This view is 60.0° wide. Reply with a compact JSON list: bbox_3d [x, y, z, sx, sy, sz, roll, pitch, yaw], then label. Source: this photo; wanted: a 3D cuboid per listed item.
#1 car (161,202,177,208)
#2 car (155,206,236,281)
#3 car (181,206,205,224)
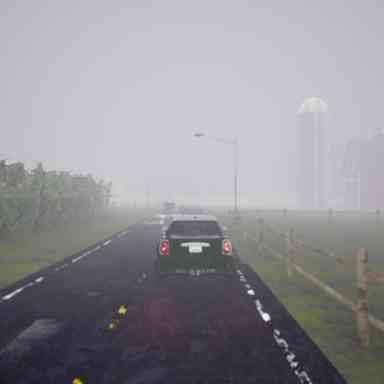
[{"bbox_3d":[-2.815,2.081,42.342,1.837,1.490,4.892,0,-1,0],"label":"car"},{"bbox_3d":[0.090,1.491,10.466,2.097,1.767,4.553,0,-1,0],"label":"car"},{"bbox_3d":[0.060,1.990,29.093,1.895,1.301,4.718,0,-1,0],"label":"car"}]
